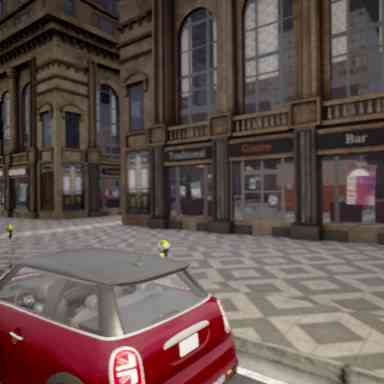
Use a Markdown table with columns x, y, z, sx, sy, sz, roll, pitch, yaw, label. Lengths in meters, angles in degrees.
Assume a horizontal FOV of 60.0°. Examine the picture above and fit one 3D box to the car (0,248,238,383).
| x | y | z | sx | sy | sz | roll | pitch | yaw | label |
| --- | --- | --- | --- | --- | --- | --- | --- | --- | --- |
| -1.575 | 1.461 | 4.256 | 4.097 | 1.590 | 1.967 | -1 | 0 | 37 | car |
